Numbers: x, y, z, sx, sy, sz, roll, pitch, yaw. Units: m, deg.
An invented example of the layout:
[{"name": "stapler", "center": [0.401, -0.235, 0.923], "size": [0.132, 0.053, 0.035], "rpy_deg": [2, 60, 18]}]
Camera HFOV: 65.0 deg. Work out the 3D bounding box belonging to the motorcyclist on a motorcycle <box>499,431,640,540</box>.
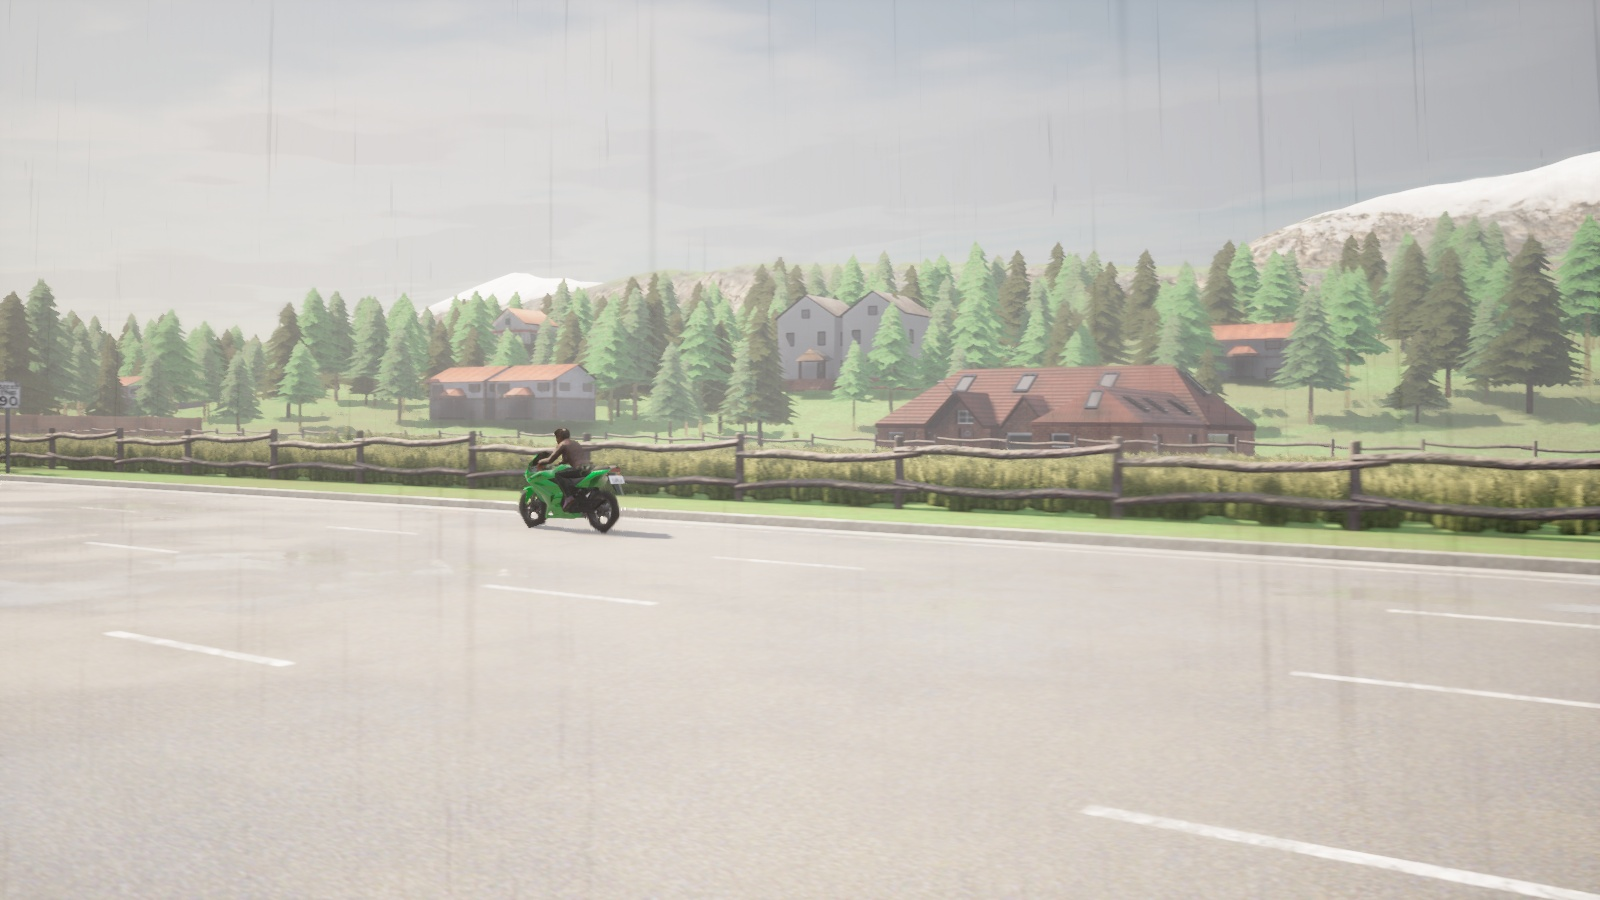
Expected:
[{"name": "motorcyclist on a motorcycle", "center": [-3.409, 0.492, 18.492], "size": [2.044, 1.523, 0.797], "rpy_deg": [0, 1, 34]}]
